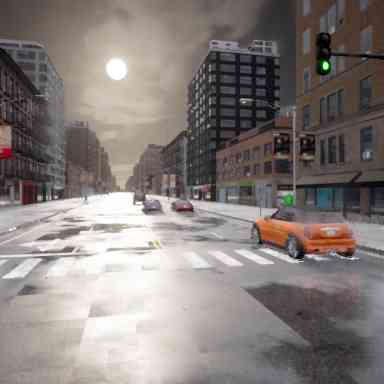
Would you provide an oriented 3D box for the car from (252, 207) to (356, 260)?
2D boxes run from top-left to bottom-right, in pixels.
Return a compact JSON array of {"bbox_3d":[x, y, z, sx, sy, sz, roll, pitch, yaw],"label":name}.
[{"bbox_3d":[3.965,1.325,12.658,2.097,1.767,4.553,0,0,-12],"label":"car"}]

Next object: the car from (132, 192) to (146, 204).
[{"bbox_3d":[-9.135,1.081,57.792,2.150,2.045,5.566,0,0,-12],"label":"car"}]

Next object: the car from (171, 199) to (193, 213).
[{"bbox_3d":[-1.149,1.478,36.521,1.994,1.385,4.181,0,0,-12],"label":"car"}]

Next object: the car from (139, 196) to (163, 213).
[{"bbox_3d":[-4.313,1.480,35.780,1.994,1.385,4.181,0,0,-12],"label":"car"}]
